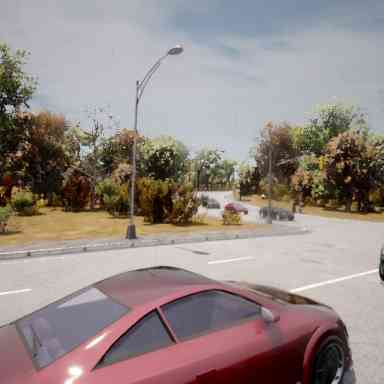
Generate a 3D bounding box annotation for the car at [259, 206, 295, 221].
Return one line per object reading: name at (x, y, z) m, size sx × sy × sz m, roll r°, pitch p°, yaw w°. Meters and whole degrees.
car at (9.311, 2.295, 36.707) m, size 1.837 × 1.490 × 4.892 m, roll 3°, pitch -1°, yaw -23°

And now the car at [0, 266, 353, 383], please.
car at (-0.075, 1.571, 3.696) m, size 4.181 × 1.385 × 1.994 m, roll 0°, pitch 0°, yaw -36°

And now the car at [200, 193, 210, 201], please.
car at (3.064, 1.120, 78.666) m, size 2.128 × 1.511 × 4.902 m, roll 2°, pitch 2°, yaw -1°

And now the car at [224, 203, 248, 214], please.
car at (5.962, 2.203, 45.364) m, size 1.812 × 1.442 × 4.674 m, roll 3°, pitch 0°, yaw -19°

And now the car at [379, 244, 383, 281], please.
car at (6.943, 1.485, 8.756) m, size 4.553 × 1.767 × 2.097 m, roll 2°, pitch -1°, yaw -36°

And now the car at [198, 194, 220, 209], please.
car at (3.138, 1.750, 54.926) m, size 2.097 × 1.767 × 4.553 m, roll 3°, pitch 1°, yaw -14°
